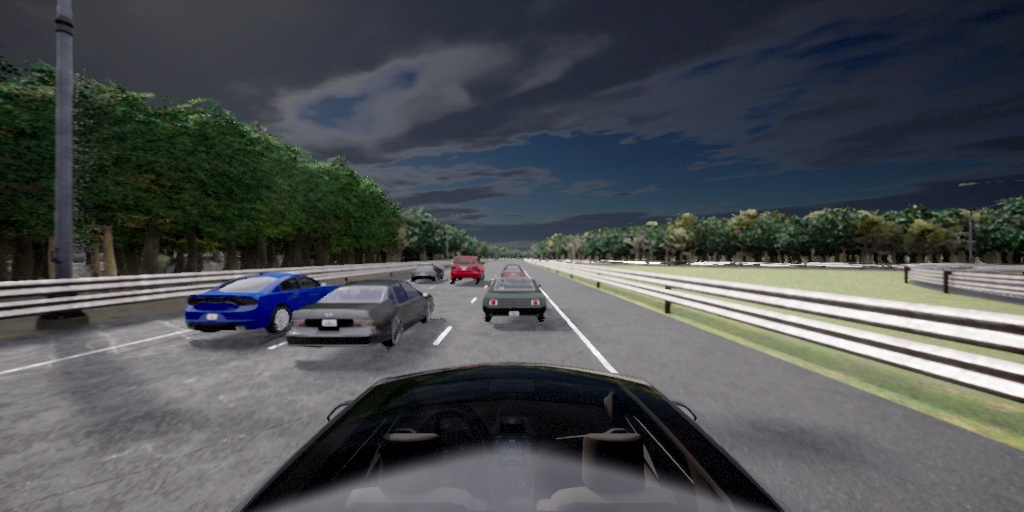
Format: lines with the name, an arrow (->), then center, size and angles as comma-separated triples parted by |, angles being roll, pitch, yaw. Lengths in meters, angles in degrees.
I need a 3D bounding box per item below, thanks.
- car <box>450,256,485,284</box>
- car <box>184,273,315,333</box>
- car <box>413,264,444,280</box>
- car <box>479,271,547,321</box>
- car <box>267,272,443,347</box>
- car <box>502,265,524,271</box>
car -> -3.415, 1.033, 28.226 | 2.150, 2.045, 5.566 | 0, 0, 0
car -> -6.927, 1.230, 10.749 | 1.882, 1.535, 5.008 | 0, 0, 0
car -> -6.925, 1.363, 29.835 | 1.994, 1.385, 4.181 | 0, 0, 0
car -> 0.079, 1.376, 12.522 | 1.895, 1.301, 4.718 | 0, 0, 0
car -> -3.437, 1.315, 9.290 | 2.033, 1.411, 5.357 | 0, 0, 0
car -> 0.080, 1.388, 29.806 | 1.994, 1.385, 4.181 | 0, 0, 0
